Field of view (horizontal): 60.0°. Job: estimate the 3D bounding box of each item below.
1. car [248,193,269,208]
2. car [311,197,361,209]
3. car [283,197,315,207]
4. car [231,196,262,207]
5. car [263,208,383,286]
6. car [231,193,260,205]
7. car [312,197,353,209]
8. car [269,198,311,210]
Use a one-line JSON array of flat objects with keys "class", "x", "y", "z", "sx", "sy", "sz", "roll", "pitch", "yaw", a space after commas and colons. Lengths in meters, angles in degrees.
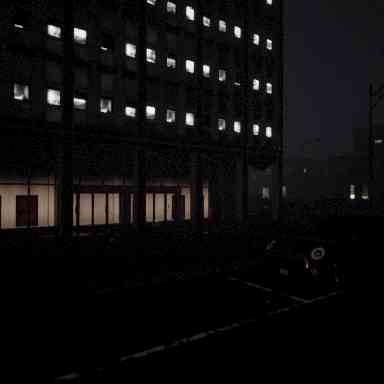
[{"class": "car", "x": 8.613, "y": 1.168, "z": 43.756, "sx": 2.192, "sy": 1.841, "sz": 5.009, "roll": 1, "pitch": 0, "yaw": -35}, {"class": "car", "x": 16.292, "y": 1.386, "z": 37.195, "sx": 1.882, "sy": 1.535, "sz": 5.008, "roll": 0, "pitch": 0, "yaw": -34}, {"class": "car", "x": 15.505, "y": 1.481, "z": 48.520, "sx": 1.802, "sy": 1.307, "sz": 4.206, "roll": 1, "pitch": 0, "yaw": -35}, {"class": "car", "x": 7.995, "y": 1.373, "z": 49.207, "sx": 1.812, "sy": 1.442, "sz": 4.674, "roll": 0, "pitch": 0, "yaw": -34}, {"class": "car", "x": 3.879, "y": 1.441, "z": 9.328, "sx": 4.097, "sy": 1.590, "sz": 1.967, "roll": 0, "pitch": 0, "yaw": -36}, {"class": "car", "x": 9.210, "y": 1.168, "z": 57.629, "sx": 2.192, "sy": 1.841, "sz": 5.009, "roll": 1, "pitch": 0, "yaw": -35}, {"class": "car", "x": 18.557, "y": 1.447, "z": 44.105, "sx": 1.752, "sy": 1.417, "sz": 4.829, "roll": 1, "pitch": 0, "yaw": -35}, {"class": "car", "x": 11.760, "y": 1.427, "z": 39.201, "sx": 2.008, "sy": 1.369, "sz": 4.403, "roll": 1, "pitch": 0, "yaw": -35}]
